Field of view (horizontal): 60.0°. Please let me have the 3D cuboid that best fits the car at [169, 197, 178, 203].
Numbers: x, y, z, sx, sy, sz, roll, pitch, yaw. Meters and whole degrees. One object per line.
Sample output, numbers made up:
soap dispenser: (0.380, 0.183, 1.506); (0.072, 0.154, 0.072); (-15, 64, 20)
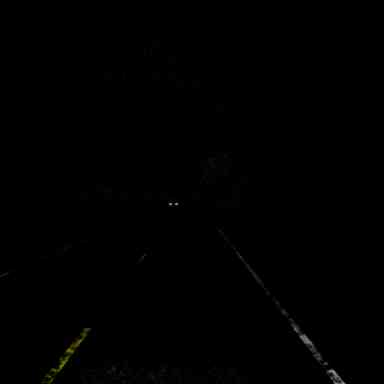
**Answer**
car: (-4.614, 1.969, 84.611); (2.097, 1.767, 4.553); (0, 0, -2)
